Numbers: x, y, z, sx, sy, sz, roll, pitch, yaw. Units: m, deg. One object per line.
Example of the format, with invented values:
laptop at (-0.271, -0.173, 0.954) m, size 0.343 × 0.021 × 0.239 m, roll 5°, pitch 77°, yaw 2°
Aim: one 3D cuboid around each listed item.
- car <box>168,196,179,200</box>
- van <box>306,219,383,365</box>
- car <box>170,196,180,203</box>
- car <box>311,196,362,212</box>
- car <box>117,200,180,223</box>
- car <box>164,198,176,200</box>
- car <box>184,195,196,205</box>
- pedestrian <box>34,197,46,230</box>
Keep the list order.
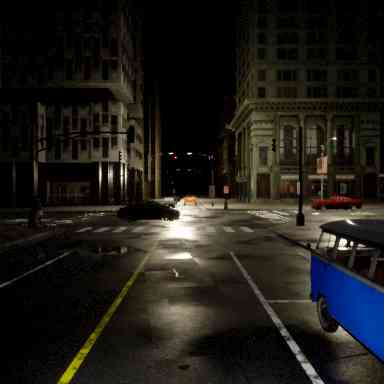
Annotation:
car at (-3.353, 1.509, 48.237) m, size 2.033 × 1.411 × 5.357 m, roll 0°, pitch 0°, yaw 0°
van at (2.836, 1.341, 4.232) m, size 1.690 × 1.788 × 3.998 m, roll 0°, pitch 0°, yaw 0°
car at (-3.487, 1.484, 68.360) m, size 1.994 × 1.385 × 4.181 m, roll 0°, pitch 0°, yaw 0°
car at (15.103, 1.218, 34.937) m, size 5.008 × 1.535 × 1.882 m, roll -1°, pitch 0°, yaw 0°
car at (-3.231, 1.512, 24.903) m, size 4.674 × 1.442 × 1.812 m, roll 0°, pitch 0°, yaw 0°
car at (-4.083, 1.552, 31.935) m, size 4.181 × 1.385 × 1.994 m, roll 0°, pitch 0°, yaw -42°
car at (-0.297, 1.292, 59.419) m, size 2.097 × 1.767 × 4.553 m, roll 0°, pitch 0°, yaw 0°
pedestrian at (-8.417, 1.135, 18.193) m, size 0.375 × 1.860 × 0.375 m, roll 0°, pitch 0°, yaw 0°
